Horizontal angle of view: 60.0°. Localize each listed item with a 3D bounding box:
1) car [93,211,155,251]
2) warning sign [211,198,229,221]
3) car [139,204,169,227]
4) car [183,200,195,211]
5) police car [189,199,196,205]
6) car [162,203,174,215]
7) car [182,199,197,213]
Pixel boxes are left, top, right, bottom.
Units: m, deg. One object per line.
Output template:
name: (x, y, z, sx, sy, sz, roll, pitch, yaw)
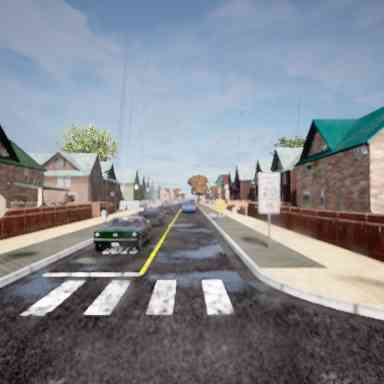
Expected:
car: (-2.971, 1.751, 15.035, 1.895, 1.301, 4.718, 0, -1, 0)
warning sign: (2.281, 1.409, 27.165, 1.300, 1.860, 1.060, -1, -1, -1)
car: (-3.054, 1.832, 24.979, 1.994, 1.385, 4.181, 0, -1, 0)
car: (-0.465, 2.180, 54.729, 1.882, 1.535, 5.008, 0, -1, 0)
police car: (0.035, 2.870, 92.239, 1.930, 1.638, 5.238, 0, -1, 0)
car: (-3.165, 2.045, 40.346, 1.994, 1.385, 4.181, 0, -1, 0)
car: (-0.330, 2.095, 44.937, 2.033, 1.411, 5.357, 0, -1, 0)
